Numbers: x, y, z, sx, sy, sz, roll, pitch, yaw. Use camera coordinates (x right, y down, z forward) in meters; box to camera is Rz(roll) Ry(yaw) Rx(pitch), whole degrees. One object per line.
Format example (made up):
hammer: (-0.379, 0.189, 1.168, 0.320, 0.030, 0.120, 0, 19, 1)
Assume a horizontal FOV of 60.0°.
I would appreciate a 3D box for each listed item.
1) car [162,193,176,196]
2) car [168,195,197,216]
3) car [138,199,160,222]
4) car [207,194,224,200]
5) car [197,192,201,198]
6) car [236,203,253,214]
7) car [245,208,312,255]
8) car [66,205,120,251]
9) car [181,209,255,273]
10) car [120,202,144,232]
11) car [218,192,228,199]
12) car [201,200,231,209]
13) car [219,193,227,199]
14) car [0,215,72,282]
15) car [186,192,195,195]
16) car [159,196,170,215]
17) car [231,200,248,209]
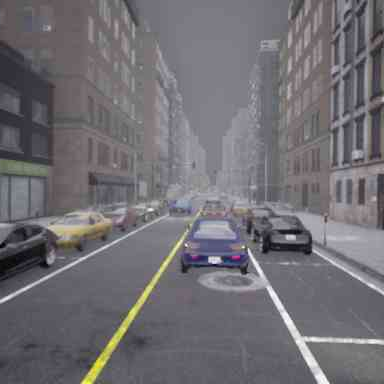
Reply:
car: (-2.823, 1.076, 40.677, 2.192, 1.841, 5.009, 1, 0, 4)
car: (-0.914, 1.314, 30.683, 1.882, 1.535, 5.008, 1, 0, 4)
car: (-3.882, 1.386, 24.475, 2.008, 1.369, 4.403, 1, 0, 4)
car: (2.469, 1.307, 39.064, 1.882, 1.535, 5.008, 1, 0, 4)
car: (0.670, 1.068, 94.298, 1.947, 1.339, 4.313, 1, 0, 4)
car: (3.772, 1.519, 18.543, 1.947, 1.339, 4.313, 1, 0, 4)
car: (3.420, 1.542, 13.141, 1.947, 1.339, 4.313, 1, 0, 4)
car: (-4.598, 1.408, 13.502, 1.752, 1.417, 4.829, 1, 0, 4)
car: (0.702, 1.483, 10.443, 1.812, 1.442, 4.674, 1, 0, 4)
car: (-4.235, 1.441, 19.074, 1.802, 1.307, 4.206, 1, 0, 4)
car: (7.969, 1.092, 82.883, 1.967, 1.590, 4.097, 1, 0, 4)
car: (1.589, 1.500, 24.200, 1.895, 1.301, 4.718, 1, 0, 3)
car: (8.678, 1.036, 93.769, 1.967, 1.590, 4.097, 1, 0, 4)
car: (-4.939, 1.469, 8.271, 1.947, 1.339, 4.313, 1, 0, 4)
car: (-1.104, 1.188, 67.086, 2.008, 1.369, 4.403, 1, 0, 4)
car: (-3.530, 1.362, 29.876, 2.008, 1.369, 4.403, 1, 0, 4)
car: (4.488, 1.430, 29.515, 1.752, 1.417, 4.829, 1, 0, 4)
